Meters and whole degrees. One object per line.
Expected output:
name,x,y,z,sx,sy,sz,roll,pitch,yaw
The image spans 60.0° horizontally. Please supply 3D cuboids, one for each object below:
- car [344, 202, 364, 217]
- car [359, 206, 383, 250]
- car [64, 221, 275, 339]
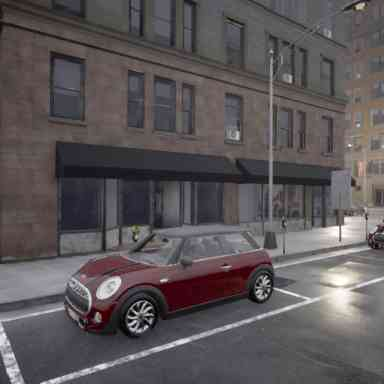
car,12.333,1.253,29.665,2.097,1.767,4.553,1,0,-36
car,8.619,1.445,12.934,4.097,1.590,1.967,0,0,-36
car,-0.314,1.441,6.538,4.097,1.590,1.967,0,0,-36
